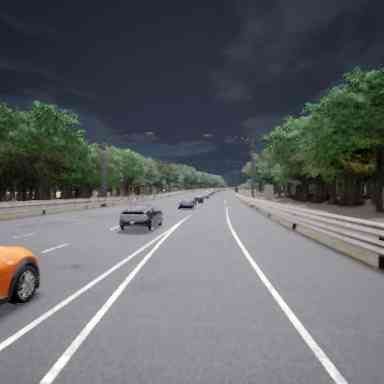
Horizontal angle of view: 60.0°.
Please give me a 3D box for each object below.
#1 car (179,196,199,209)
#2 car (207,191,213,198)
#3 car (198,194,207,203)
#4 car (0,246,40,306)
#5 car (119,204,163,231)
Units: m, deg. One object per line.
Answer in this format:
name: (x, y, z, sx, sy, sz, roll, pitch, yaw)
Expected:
car: (-0.614, 1.540, 45.440, 1.994, 1.385, 4.181, 0, 0, 5)
car: (4.089, 1.214, 94.333, 1.895, 1.301, 4.718, 0, 1, 5)
car: (1.395, 1.426, 66.344, 1.882, 1.535, 5.008, 0, 0, 5)
car: (-4.469, 1.343, 5.379, 2.097, 1.767, 4.553, 0, 0, 5)
car: (-3.014, 1.480, 20.487, 2.128, 1.511, 4.902, 0, 0, 5)
